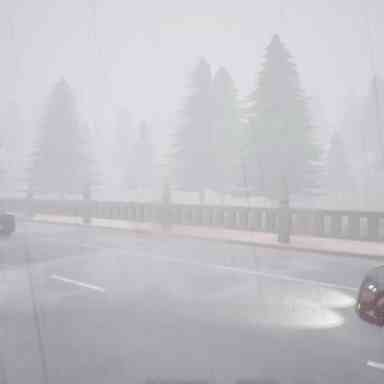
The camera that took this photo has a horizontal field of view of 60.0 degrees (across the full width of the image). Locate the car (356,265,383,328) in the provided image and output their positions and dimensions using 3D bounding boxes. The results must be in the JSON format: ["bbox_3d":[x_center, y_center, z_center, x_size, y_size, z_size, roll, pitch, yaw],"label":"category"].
[{"bbox_3d":[4.767,1.576,4.889,4.181,1.385,1.994,1,0,36],"label":"car"}]

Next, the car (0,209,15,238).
[{"bbox_3d":[-10.209,1.310,15.380,5.008,1.535,1.882,1,0,33],"label":"car"}]
